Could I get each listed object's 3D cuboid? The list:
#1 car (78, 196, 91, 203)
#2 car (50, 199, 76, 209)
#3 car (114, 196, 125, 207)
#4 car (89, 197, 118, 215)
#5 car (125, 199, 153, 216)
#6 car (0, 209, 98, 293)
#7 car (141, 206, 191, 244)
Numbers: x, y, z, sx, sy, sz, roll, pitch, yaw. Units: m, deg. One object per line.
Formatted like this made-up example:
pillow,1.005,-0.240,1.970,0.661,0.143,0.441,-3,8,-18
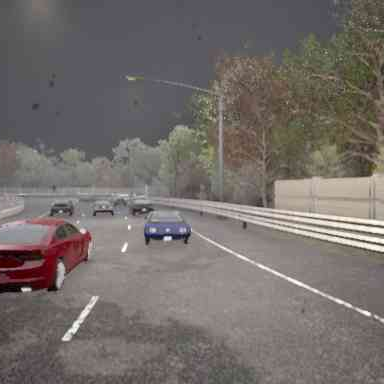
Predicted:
car,-20.203,1.401,63.372,1.895,1.301,4.718,0,0,-34
car,-11.935,1.408,30.771,1.837,1.490,4.892,0,0,-17
car,-10.502,1.358,46.537,1.837,1.490,4.892,0,0,-25
car,-8.659,1.446,32.162,2.033,1.411,5.357,0,0,-17
car,-4.846,1.379,31.163,1.882,1.535,5.008,0,1,-16
car,-4.008,1.449,8.794,1.882,1.535,5.008,0,0,-5
car,-1.264,1.552,15.455,1.895,1.301,4.718,0,0,-8
